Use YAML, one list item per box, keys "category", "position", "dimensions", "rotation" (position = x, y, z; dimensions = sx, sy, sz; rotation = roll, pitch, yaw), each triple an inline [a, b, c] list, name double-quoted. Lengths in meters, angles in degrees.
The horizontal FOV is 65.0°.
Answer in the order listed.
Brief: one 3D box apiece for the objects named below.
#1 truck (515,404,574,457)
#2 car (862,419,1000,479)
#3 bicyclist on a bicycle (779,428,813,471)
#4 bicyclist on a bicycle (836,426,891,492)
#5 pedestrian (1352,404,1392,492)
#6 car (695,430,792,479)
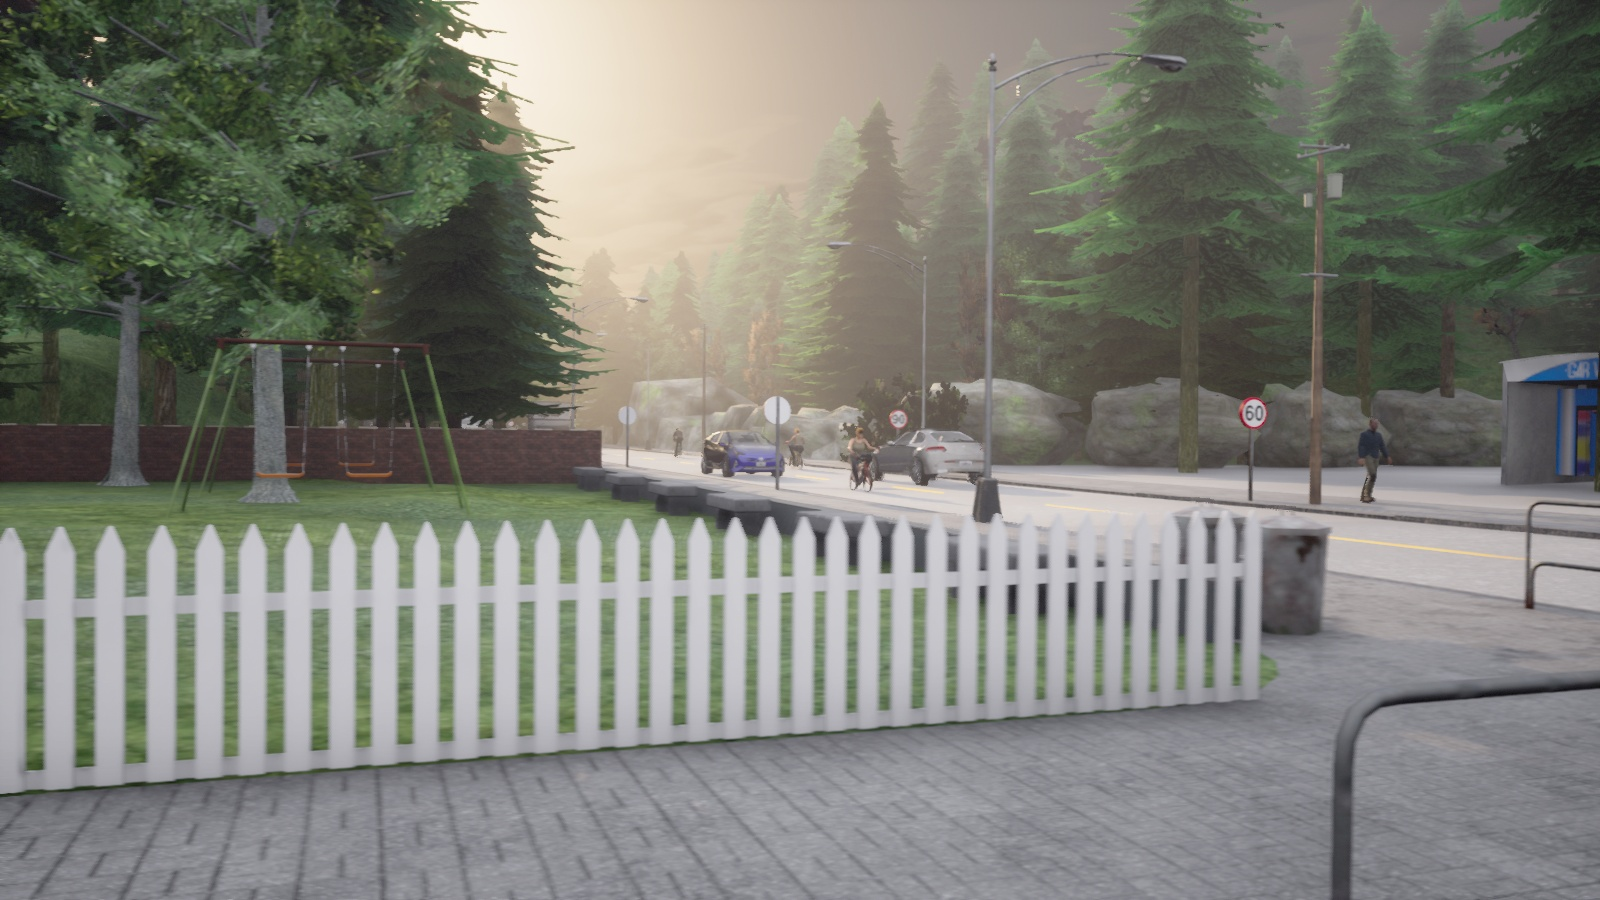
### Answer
- category: "truck"
  position: [-17.731, -1.365, 86.850]
  dimensions: [2.891, 3.462, 7.936]
  rotation: [-1, 1, -19]
- category: "car"
  position: [3.792, -0.061, 37.410]
  dimensions: [2.152, 1.651, 5.027]
  rotation: [-1, 1, -19]
- category: "bicyclist on a bicycle"
  position: [-0.156, -0.037, 48.653]
  dimensions: [0.866, 1.612, 1.509]
  rotation: [-1, 1, -19]
- category: "bicyclist on a bicycle"
  position: [1.582, 0.214, 31.650]
  dimensions: [0.866, 1.612, 1.509]
  rotation: [-1, 1, -19]
- category: "pedestrian"
  position: [12.134, -0.053, 26.647]
  dimensions: [0.402, 1.842, 0.726]
  rotation: [-1, 1, -16]
- category: "car"
  position: [-1.942, 0.104, 41.690]
  dimensions: [2.007, 1.525, 4.514]
  rotation: [-1, 1, -19]
